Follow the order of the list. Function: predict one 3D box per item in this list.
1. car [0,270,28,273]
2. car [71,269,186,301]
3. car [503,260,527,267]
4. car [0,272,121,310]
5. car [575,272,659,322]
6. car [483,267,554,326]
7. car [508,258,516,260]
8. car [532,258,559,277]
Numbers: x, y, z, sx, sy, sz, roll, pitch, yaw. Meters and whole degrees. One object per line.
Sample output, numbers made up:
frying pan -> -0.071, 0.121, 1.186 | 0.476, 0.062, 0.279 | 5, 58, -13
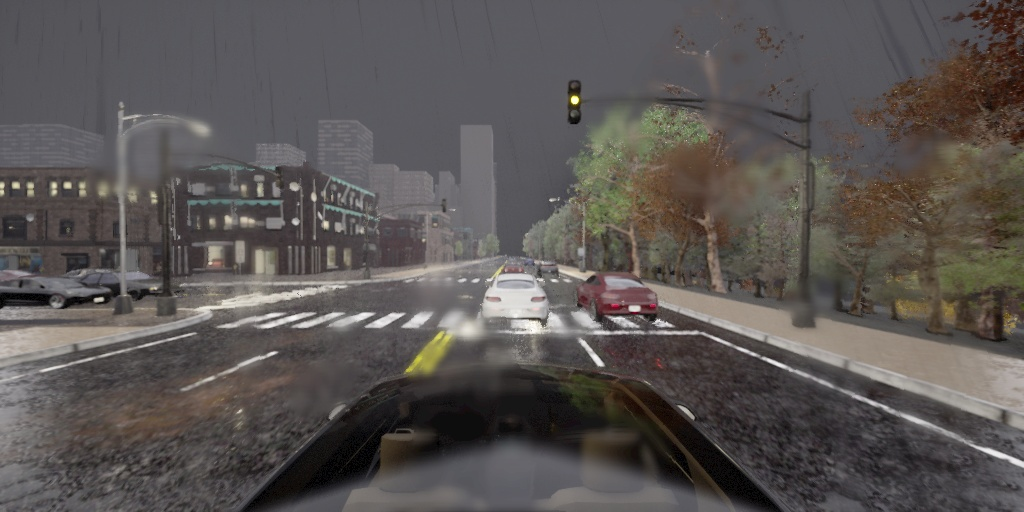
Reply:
car -> -33.814, 1.610, 23.963 | 4.207, 1.307, 1.802 | 0, 0, 0
car -> -19.878, 1.485, 18.148 | 5.357, 1.411, 2.033 | -1, 1, 1
car -> 0.102, 1.277, 33.617 | 1.895, 1.301, 4.718 | 0, 0, 0
car -> -19.946, 1.537, 15.443 | 4.313, 1.339, 1.948 | 0, 0, 0
car -> 3.345, 1.252, 12.065 | 1.812, 1.442, 4.674 | 0, 0, 0
car -> 0.102, 1.254, 11.444 | 1.812, 1.442, 4.674 | 0, 0, 0
car -> 0.001, 1.146, 65.443 | 2.033, 1.411, 5.357 | 0, 0, 0
car -> 3.351, 1.165, 34.504 | 2.128, 1.511, 4.902 | 0, 0, 0
